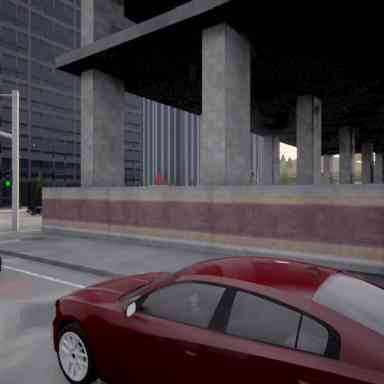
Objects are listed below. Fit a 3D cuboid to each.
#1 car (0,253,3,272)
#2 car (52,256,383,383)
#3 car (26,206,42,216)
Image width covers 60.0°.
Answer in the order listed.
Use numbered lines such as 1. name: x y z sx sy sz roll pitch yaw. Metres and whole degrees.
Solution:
1. car: -6.876 1.564 8.844 4.181 1.385 1.994 0 0 36
2. car: 0.470 1.478 3.655 5.008 1.535 1.882 0 0 35
3. car: -14.070 1.656 33.511 1.895 1.301 4.718 0 0 36
